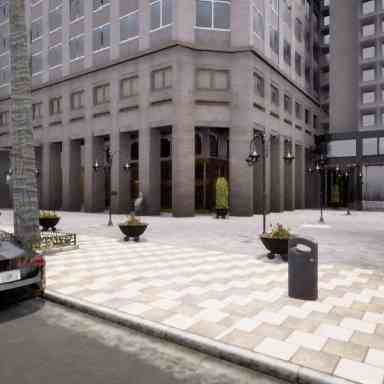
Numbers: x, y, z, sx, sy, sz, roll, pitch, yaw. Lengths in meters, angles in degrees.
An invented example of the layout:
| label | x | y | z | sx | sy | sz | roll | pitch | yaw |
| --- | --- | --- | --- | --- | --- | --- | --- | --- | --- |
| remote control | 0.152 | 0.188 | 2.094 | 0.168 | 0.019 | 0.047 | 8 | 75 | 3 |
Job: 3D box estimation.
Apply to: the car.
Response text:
| label | x | y | z | sx | sy | sz | roll | pitch | yaw |
| --- | --- | --- | --- | --- | --- | --- | --- | --- | --- |
| car | -5.085 | 1.513 | 7.118 | 4.786 | 1.482 | 2.161 | 0 | 0 | 35 |
